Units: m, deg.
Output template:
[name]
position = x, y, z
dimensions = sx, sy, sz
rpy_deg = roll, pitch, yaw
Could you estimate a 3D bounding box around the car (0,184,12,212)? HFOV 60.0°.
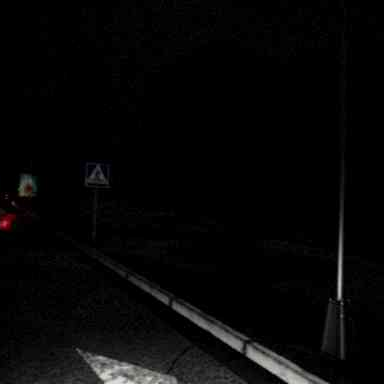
[car]
position = -12.684, 0.188, 20.906
dimensions = 2.097, 1.767, 4.553
rpy_deg = 4, 1, -34
